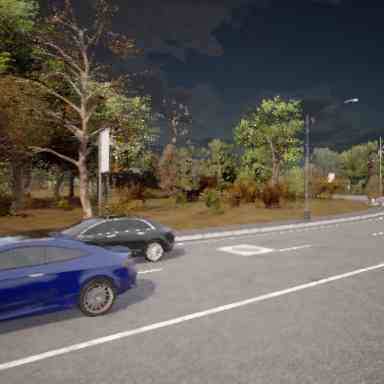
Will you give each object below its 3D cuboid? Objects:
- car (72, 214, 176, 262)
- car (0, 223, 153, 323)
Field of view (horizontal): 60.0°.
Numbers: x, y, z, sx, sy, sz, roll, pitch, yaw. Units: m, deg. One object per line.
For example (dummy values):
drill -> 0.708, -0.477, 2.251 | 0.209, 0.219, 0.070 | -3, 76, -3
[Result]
car -> -2.837, 1.508, 10.557 | 4.892, 1.490, 1.837 | 0, 0, -35
car -> -3.250, 1.526, 5.969 | 4.674, 1.442, 1.812 | 0, 0, -36
